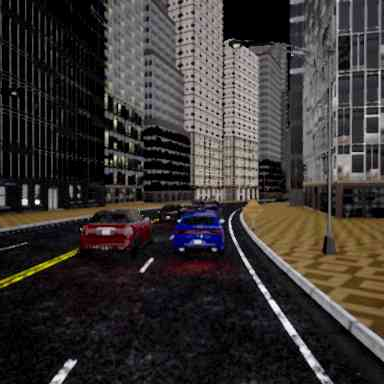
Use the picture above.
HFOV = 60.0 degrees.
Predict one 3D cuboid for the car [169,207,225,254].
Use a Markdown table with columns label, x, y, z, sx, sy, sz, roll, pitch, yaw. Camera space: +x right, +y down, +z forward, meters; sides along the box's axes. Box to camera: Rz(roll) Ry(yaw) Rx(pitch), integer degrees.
| label | x | y | z | sx | sy | sz | roll | pitch | yaw |
| --- | --- | --- | --- | --- | --- | --- | --- | --- | --- |
| car | 0.356 | 1.610 | 14.138 | 1.882 | 1.535 | 5.008 | 0 | 0 | 4 |

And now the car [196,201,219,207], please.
| label | x | y | z | sx | sy | sz | roll | pitch | yaw |
| --- | --- | --- | --- | --- | --- | --- | --- | --- | --- |
| car | 1.630 | 1.800 | 28.673 | 1.812 | 1.442 | 4.674 | 0 | 0 | 7 |

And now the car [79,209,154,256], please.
| label | x | y | z | sx | sy | sz | roll | pitch | yaw |
| --- | --- | --- | --- | --- | --- | --- | --- | --- | --- |
| car | -2.920 | 1.475 | 13.899 | 2.097 | 1.767 | 4.553 | 0 | -1 | 3 |

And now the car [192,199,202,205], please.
| label | x | y | z | sx | sy | sz | roll | pitch | yaw |
| --- | --- | --- | --- | --- | --- | --- | --- | --- | --- |
| car | 1.315 | 2.268 | 73.408 | 1.994 | 1.385 | 4.181 | 0 | -1 | 17 |

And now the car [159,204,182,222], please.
| label | x | y | z | sx | sy | sz | roll | pitch | yaw |
| --- | --- | --- | --- | --- | --- | --- | --- | --- | --- |
| car | -1.612 | 1.776 | 28.957 | 1.837 | 1.490 | 4.892 | 0 | 0 | 7 |

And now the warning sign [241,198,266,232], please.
| label | x | y | z | sx | sy | sz | roll | pitch | yaw |
| --- | --- | --- | --- | --- | --- | --- | --- | --- | --- |
| warning sign | 3.577 | 1.304 | 19.430 | 1.300 | 1.860 | 1.060 | 1 | 1 | 5 |

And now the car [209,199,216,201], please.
| label | x | y | z | sx | sy | sz | roll | pitch | yaw |
| --- | --- | --- | --- | --- | --- | --- | --- | --- | --- |
| car | 4.384 | 2.278 | 72.336 | 1.994 | 1.385 | 4.181 | 0 | -1 | 17 |
